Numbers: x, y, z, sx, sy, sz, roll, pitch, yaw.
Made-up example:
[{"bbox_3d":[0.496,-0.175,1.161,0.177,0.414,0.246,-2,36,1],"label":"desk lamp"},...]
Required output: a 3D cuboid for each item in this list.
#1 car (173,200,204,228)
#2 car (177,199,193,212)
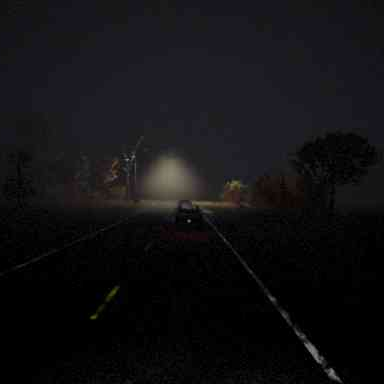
[{"bbox_3d":[-0.234,1.585,22.833,2.128,1.511,4.902,0,0,-1],"label":"car"},{"bbox_3d":[-0.900,1.667,41.280,1.812,1.442,4.674,0,0,-3],"label":"car"}]
